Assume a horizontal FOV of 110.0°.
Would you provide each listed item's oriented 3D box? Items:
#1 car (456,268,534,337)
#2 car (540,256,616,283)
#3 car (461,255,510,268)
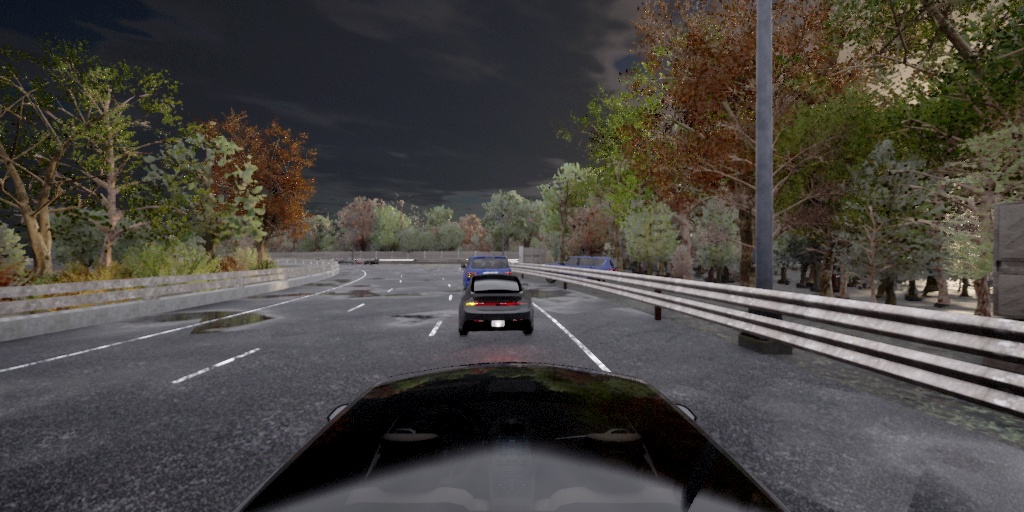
[{"bbox_3d":[-0.533,1.257,10.395,1.837,1.490,4.892,0,0,-5],"label":"car"},{"bbox_3d":[4.804,1.001,26.213,5.566,2.045,2.150,3,1,16],"label":"car"},{"bbox_3d":[-1.309,0.976,17.860,2.150,2.045,5.566,0,0,-9],"label":"car"}]
